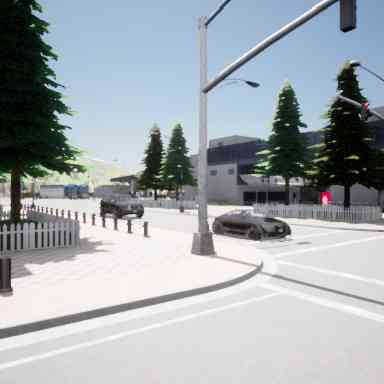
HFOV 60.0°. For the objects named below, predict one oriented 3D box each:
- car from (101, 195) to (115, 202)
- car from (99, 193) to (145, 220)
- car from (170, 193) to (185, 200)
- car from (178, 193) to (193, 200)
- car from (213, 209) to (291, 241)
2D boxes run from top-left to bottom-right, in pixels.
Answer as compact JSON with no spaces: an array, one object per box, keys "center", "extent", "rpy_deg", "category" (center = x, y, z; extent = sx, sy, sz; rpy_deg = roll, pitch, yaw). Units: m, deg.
[{"center":[-18.885,1.388,75.023],"extent":[1.845,1.501,3.633],"rpy_deg":[0,0,-37],"category":"car"},{"center":[-6.282,1.239,29.236],"extent":[2.150,2.045,5.566],"rpy_deg":[0,0,-37],"category":"car"},{"center":[-3.867,1.111,85.969],"extent":[1.932,1.855,4.605],"rpy_deg":[0,0,-37],"category":"car"},{"center":[-1.777,1.091,88.029],"extent":[1.905,1.878,3.866],"rpy_deg":[0,0,-37],"category":"car"},{"center":[2.922,1.579,16.874],"extent":[1.994,1.385,4.181],"rpy_deg":[0,0,-35],"category":"car"}]
